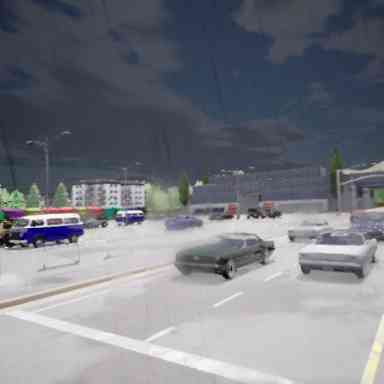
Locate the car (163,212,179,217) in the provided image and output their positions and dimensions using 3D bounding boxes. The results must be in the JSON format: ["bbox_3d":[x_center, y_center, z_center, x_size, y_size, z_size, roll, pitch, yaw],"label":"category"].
[{"bbox_3d":[-5.897,6.386,93.650,4.181,1.385,1.994,-4,-3,36],"label":"car"}]

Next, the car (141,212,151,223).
[{"bbox_3d":[-7.932,5.047,68.028,1.970,1.475,3.806,-4,-3,35],"label":"car"}]

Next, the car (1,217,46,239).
[{"bbox_3d":[-17.333,3.727,34.964,1.784,1.438,3.905,-4,-3,35],"label":"car"}]

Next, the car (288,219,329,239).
[{"bbox_3d":[7.772,2.428,21.531,1.895,1.301,4.718,-4,-3,34],"label":"car"}]

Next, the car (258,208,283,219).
[{"bbox_3d":[12.903,3.367,53.572,1.932,1.855,4.605,-4,-3,35],"label":"car"}]

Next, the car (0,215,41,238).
[{"bbox_3d":[-19.572,3.668,36.458,1.932,1.855,4.605,-4,-3,35],"label":"car"}]

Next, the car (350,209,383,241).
[{"bbox_3d":[10.810,1.988,19.803,2.097,1.767,4.553,-4,-3,34],"label":"car"}]

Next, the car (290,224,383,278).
[{"bbox_3d":[5.300,2.038,11.784,1.895,1.301,4.718,-4,-3,34],"label":"car"}]

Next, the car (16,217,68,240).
[{"bbox_3d":[-14.956,3.595,33.317,1.970,1.475,3.806,-4,-3,35],"label":"car"}]

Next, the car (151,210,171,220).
[{"bbox_3d":[-5.570,4.644,66.385,1.905,1.878,3.866,-4,-3,35],"label":"car"}]

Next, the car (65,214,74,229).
[{"bbox_3d":[-17.875,4.661,53.672,1.784,1.438,3.905,-4,-3,35],"label":"car"}]

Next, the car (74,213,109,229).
[{"bbox_3d":[-15.542,4.286,51.984,1.932,1.855,4.605,-4,-3,35],"label":"car"}]

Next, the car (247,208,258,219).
[{"bbox_3d":[10.558,3.535,55.262,1.905,1.878,3.866,-4,-3,35],"label":"car"}]

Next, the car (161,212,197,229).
[{"bbox_3d":[-1.612,3.574,42.442,1.970,1.475,3.806,-4,-3,35],"label":"car"}]

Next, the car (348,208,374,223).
[{"bbox_3d":[19.742,2.729,38.784,1.882,1.535,5.008,-4,-4,35],"label":"car"}]

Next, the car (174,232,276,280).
[{"bbox_3d":[1.387,2.198,12.263,1.895,1.301,4.718,-4,-3,34],"label":"car"}]
